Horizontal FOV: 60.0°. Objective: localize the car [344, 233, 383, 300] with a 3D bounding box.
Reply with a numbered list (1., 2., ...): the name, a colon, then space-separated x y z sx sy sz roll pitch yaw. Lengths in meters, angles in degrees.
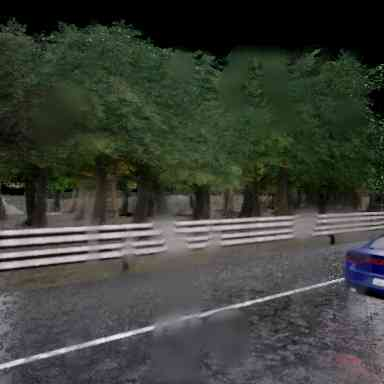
1. car: 5.547 1.558 7.644 5.008 1.535 1.882 0 0 -35
